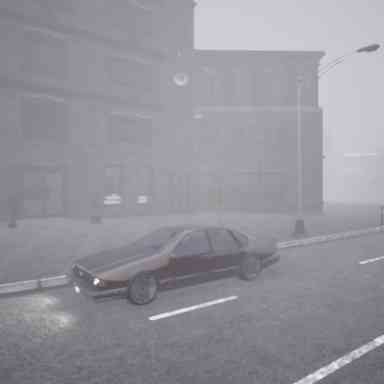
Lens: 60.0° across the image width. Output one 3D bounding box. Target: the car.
[{"bbox_3d":[-0.120,1.533,8.174,5.357,1.411,2.033,0,0,-36],"label":"car"}]
